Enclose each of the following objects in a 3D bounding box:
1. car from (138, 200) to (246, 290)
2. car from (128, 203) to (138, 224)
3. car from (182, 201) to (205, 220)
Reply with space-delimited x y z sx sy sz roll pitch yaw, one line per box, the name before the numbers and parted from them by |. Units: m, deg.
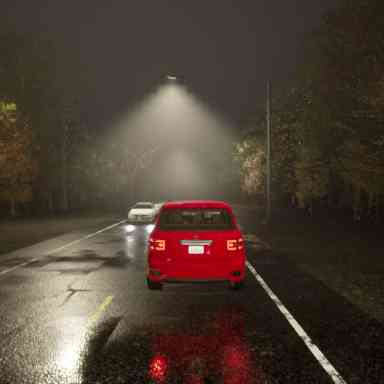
car | 0.092 1.227 9.203 2.150 2.045 5.566 0 0 0
car | -3.608 1.540 25.222 1.812 1.442 4.674 0 0 0
car | 0.090 1.542 28.964 1.812 1.442 4.674 0 0 0
